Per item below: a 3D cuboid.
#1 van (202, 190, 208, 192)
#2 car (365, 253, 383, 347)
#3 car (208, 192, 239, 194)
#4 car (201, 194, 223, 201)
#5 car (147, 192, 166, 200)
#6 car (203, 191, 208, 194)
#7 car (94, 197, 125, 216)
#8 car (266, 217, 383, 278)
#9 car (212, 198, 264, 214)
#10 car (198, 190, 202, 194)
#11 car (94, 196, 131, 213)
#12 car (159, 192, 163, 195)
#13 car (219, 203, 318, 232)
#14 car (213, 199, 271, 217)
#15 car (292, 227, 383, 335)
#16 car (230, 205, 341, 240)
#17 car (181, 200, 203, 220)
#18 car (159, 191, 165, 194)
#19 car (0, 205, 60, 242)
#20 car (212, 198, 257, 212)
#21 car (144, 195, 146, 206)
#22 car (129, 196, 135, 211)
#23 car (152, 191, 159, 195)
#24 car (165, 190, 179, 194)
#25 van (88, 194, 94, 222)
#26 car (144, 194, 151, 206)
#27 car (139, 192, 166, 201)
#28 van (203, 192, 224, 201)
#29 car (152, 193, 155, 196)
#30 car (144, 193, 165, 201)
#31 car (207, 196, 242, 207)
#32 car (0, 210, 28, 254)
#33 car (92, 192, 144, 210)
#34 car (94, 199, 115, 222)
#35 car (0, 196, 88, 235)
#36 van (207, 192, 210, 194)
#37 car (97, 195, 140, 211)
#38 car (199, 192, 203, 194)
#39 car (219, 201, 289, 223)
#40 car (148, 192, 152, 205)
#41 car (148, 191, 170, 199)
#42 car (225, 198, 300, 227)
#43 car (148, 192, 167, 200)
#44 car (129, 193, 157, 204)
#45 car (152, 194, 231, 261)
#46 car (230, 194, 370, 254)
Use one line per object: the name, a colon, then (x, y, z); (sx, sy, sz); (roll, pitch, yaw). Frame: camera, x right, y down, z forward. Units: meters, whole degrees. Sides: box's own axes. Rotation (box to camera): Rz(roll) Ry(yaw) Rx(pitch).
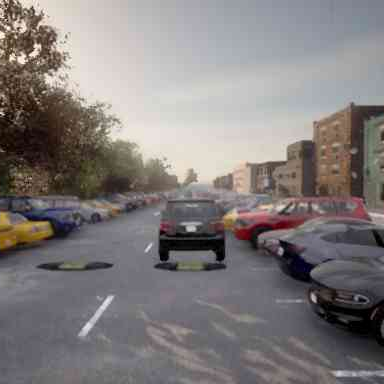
van: (4.663, 0.992, 66.835); (4.442, 1.987, 1.878); (0, 0, 0)
car: (4.547, 1.498, 2.808); (5.008, 1.535, 2.097); (0, 0, 0)
car: (4.575, 1.240, 41.786); (4.553, 1.767, 2.185); (0, 0, 0)
car: (4.553, 1.164, 75.186); (4.892, 1.521, 2.231); (0, 0, 0)
car: (-8.564, 1.001, 80.627); (4.553, 1.767, 2.185); (0, 0, 0)
car: (4.576, 1.163, 55.702); (4.553, 1.767, 2.185); (0, 0, 0)
car: (-8.543, 1.432, 27.839); (5.008, 1.535, 2.097); (0, 0, 0)
car: (4.570, 1.538, 8.385); (4.792, 1.488, 2.163); (0, 0, 0)
car: (4.548, 1.407, 33.436); (5.008, 1.535, 2.097); (0, 0, 0)
car: (4.574, 0.948, 69.618); (5.566, 2.045, 2.435); (0, 0, 0)
car: (-8.544, 1.421, 30.624); (4.892, 1.521, 2.231); (0, 0, 0)
car: (-8.505, 1.265, 64.043); (4.792, 1.488, 2.163); (0, 0, 0)
car: (4.356, 1.465, 19.520); (5.366, 1.575, 1.946); (0, 0, 0)
car: (4.537, 1.420, 30.653); (5.008, 1.535, 2.097); (0, 0, 0)
car: (4.546, 1.507, 5.597); (5.008, 1.535, 2.097); (0, 0, 0)
car: (4.547, 1.479, 16.736); (5.008, 1.535, 2.097); (0, 0, 0)
car: (0.028, 1.473, 28.884); (1.812, 1.442, 4.674); (0, 0, 0)
car: (-8.719, 1.197, 69.489); (5.366, 1.575, 1.946); (0, 0, 0)
car: (-8.724, 1.487, 13.914); (5.366, 1.575, 1.946); (0, 0, 0)
car: (4.541, 1.434, 36.220); (4.674, 1.452, 2.002); (0, 0, 0)
car: (-8.539, 1.406, 41.764); (4.674, 1.452, 2.002); (0, 0, 0)
car: (-8.565, 1.437, 33.407); (4.792, 1.488, 2.163); (0, 0, 0)
car: (-8.507, 1.053, 52.903); (5.566, 2.045, 2.435); (0, 0, 0)
car: (-3.510, 0.970, 65.201); (2.150, 2.045, 5.566); (0, 0, 0)
van: (-8.422, 1.242, 19.483); (4.442, 1.987, 1.878); (0, 0, 0)
car: (-8.531, 1.351, 44.548); (5.008, 1.535, 2.097); (0, 0, 0)
car: (-8.562, 0.930, 72.272); (5.566, 2.045, 2.435); (0, 0, 0)
van: (4.663, 0.956, 72.277); (4.442, 1.987, 1.878); (0, 0, 0)
car: (-8.540, 1.320, 50.118); (5.008, 1.535, 2.097); (0, 0, 0)
car: (-8.502, 1.037, 75.182); (4.553, 1.767, 2.185); (0, 0, 0)
car: (4.573, 1.366, 47.354); (4.792, 1.488, 2.163); (0, 0, 0)
car: (-8.534, 1.502, 11.006); (5.008, 1.535, 2.097); (0, 0, 0)
car: (-8.508, 1.143, 36.194); (5.566, 2.045, 2.435); (0, 0, 0)
car: (-8.540, 1.485, 25.054); (4.674, 1.452, 2.002); (0, 0, 0)
car: (-8.510, 1.228, 16.698); (5.566, 2.045, 2.435); (0, 0, 0)
van: (4.661, 1.126, 44.506); (4.442, 1.987, 1.878); (0, 0, 0)
car: (-8.505, 1.254, 38.978); (4.553, 1.767, 2.185); (0, 0, 0)
car: (4.360, 1.250, 61.270); (5.366, 1.575, 1.946); (0, 0, 0)
car: (4.536, 1.446, 25.086); (4.892, 1.521, 2.231); (0, 0, 0)
car: (-8.504, 1.211, 47.332); (4.553, 1.767, 2.185); (0, 0, 0)
car: (-8.561, 0.837, 86.321); (5.566, 2.045, 2.435); (0, 0, 0)
car: (4.573, 1.331, 22.177); (4.553, 1.767, 2.185); (0, 0, 0)
car: (-8.564, 0.982, 83.412); (4.553, 1.767, 2.185); (0, 0, 0)
car: (-8.566, 1.145, 58.473); (4.553, 1.767, 2.185); (0, 0, 0)
car: (0.002, 1.209, 12.532); (2.150, 2.045, 5.566); (-1, 0, 0)
car: (4.513, 1.239, 13.952); (5.566, 2.045, 2.435); (0, 0, 0)
